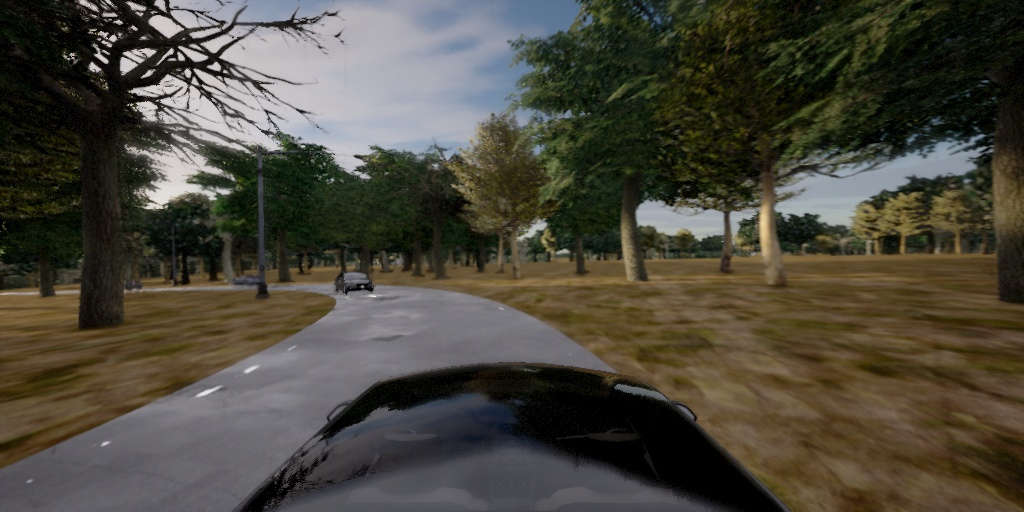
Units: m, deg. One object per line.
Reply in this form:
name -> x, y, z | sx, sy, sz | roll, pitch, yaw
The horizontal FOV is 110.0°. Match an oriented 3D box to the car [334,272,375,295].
car -> -11.205, 1.856, 25.324 | 1.837, 1.490, 4.892 | 0, -2, -37

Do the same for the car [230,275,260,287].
car -> -32.947, 3.100, 44.636 | 4.181, 1.385, 1.994 | -3, -1, 23
